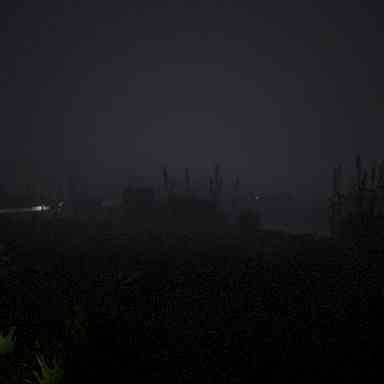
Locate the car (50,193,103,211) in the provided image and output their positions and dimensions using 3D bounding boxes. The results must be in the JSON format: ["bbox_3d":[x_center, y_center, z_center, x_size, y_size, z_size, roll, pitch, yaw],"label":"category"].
[{"bbox_3d":[-10.576,0.961,30.403,2.097,1.767,4.553,0,3,40],"label":"car"}]
